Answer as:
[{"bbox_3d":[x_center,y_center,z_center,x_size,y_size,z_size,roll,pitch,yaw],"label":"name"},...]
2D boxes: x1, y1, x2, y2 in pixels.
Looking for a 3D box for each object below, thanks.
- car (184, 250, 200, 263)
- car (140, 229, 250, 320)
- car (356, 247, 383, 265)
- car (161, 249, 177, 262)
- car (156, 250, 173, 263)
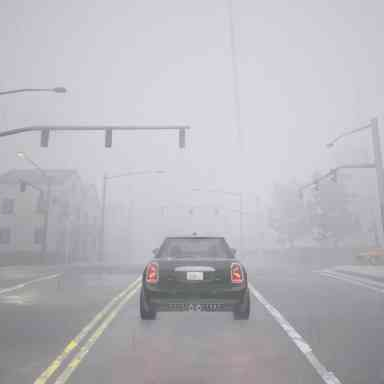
[{"bbox_3d":[0.025,8.039,41.304,1.837,1.490,4.892,0,-11,1],"label":"car"},{"bbox_3d":[0.062,1.807,8.234,2.097,1.767,4.553,0,-7,0],"label":"car"},{"bbox_3d":[16.466,5.364,28.067,5.008,1.535,1.882,0,-11,1],"label":"car"},{"bbox_3d":[-3.651,10.343,54.281,2.150,2.045,5.566,0,-11,0],"label":"car"},{"bbox_3d":[-3.639,8.631,44.402,1.882,1.535,5.008,0,-11,0],"label":"car"}]
